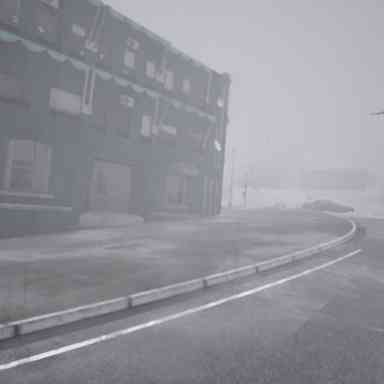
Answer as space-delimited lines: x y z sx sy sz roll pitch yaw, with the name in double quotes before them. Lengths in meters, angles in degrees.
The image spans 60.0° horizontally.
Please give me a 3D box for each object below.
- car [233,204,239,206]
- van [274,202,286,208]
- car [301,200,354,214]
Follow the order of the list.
"car" 8.385 3.140 63.626 1.946 1.575 5.366 2 -5 19
"van" 15.424 2.822 58.164 1.878 1.987 4.442 2 -5 19
"car" 15.049 1.611 37.025 5.357 1.411 2.033 3 -3 39
